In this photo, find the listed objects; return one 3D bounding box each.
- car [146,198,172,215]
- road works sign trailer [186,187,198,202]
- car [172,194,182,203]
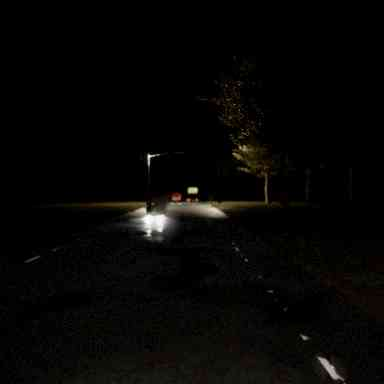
[{"bbox_3d":[-3.589,1.479,34.260,2.128,1.511,4.902,0,0,0],"label":"car"},{"bbox_3d":[0.234,0.664,81.250,2.380,3.560,2.880,0,0,2],"label":"road works sign trailer"},{"bbox_3d":[-3.487,1.359,75.748,2.150,2.045,5.566,0,0,0],"label":"car"}]
